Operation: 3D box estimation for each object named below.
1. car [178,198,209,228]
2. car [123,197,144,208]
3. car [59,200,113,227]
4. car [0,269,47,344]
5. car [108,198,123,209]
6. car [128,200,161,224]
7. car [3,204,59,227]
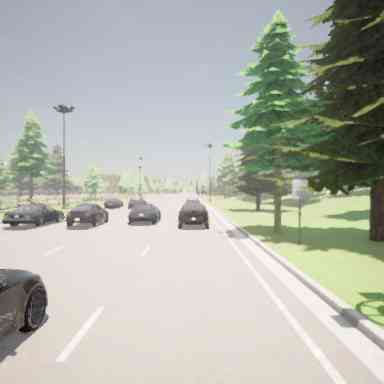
[{"bbox_3d":[0.096,1.441,22.138,1.882,1.535,5.008,0,0,0],"label":"car"},{"bbox_3d":[-6.908,1.422,42.450,2.128,1.511,4.902,0,0,0],"label":"car"},{"bbox_3d":[-6.905,1.489,22.283,1.812,1.442,4.674,0,0,0],"label":"car"},{"bbox_3d":[-3.401,1.519,3.811,1.812,1.442,4.674,0,0,0],"label":"car"},{"bbox_3d":[-10.408,1.491,44.378,1.994,1.385,4.181,0,0,0],"label":"car"},{"bbox_3d":[-3.405,1.524,24.460,1.994,1.385,4.181,0,0,0],"label":"car"},{"bbox_3d":[-10.404,1.511,22.277,2.033,1.411,5.357,0,0,0],"label":"car"}]
